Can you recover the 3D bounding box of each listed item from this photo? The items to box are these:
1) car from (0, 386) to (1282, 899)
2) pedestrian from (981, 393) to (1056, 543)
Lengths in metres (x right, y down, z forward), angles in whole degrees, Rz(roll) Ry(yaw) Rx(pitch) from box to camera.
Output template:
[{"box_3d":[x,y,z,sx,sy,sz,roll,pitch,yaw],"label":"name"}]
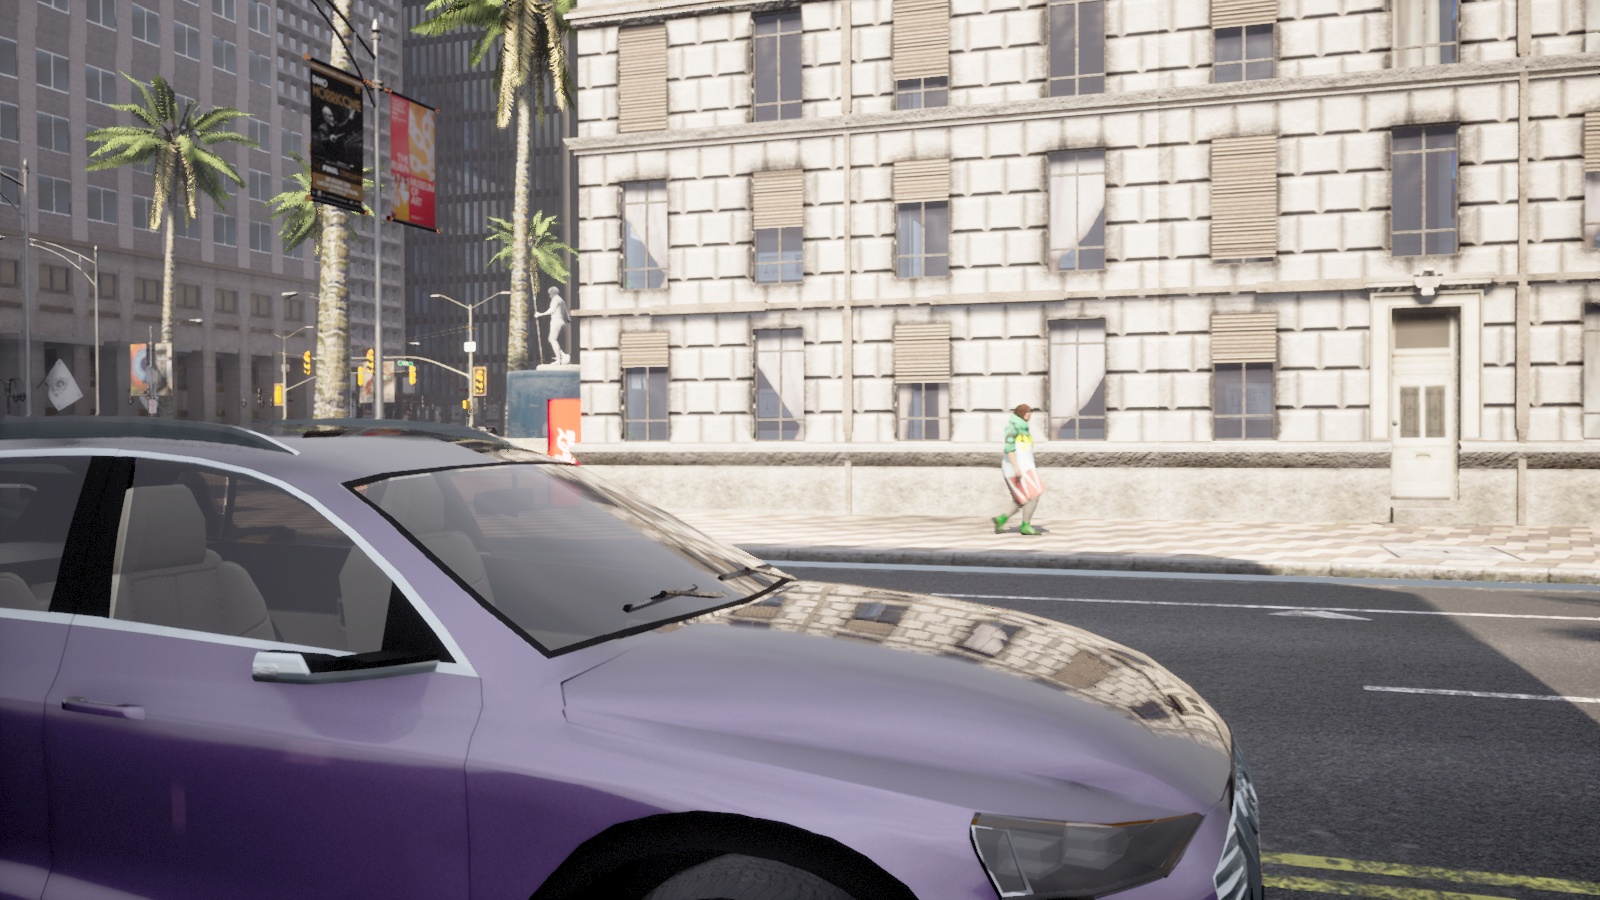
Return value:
[{"box_3d":[-1.256,0.698,3.623,4.856,1.649,2.033,0,1,19],"label":"car"},{"box_3d":[2.933,0.229,16.838,0.873,1.952,0.659,0,1,20],"label":"pedestrian"}]
